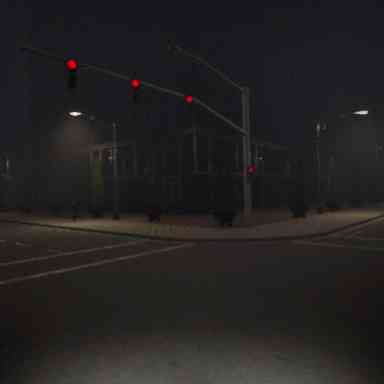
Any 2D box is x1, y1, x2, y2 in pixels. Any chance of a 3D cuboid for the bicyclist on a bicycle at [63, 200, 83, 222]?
[{"bbox_3d":[-8.940,1.433,24.914,0.582,1.620,1.656,-1,1,41],"label":"bicyclist on a bicycle"}]
